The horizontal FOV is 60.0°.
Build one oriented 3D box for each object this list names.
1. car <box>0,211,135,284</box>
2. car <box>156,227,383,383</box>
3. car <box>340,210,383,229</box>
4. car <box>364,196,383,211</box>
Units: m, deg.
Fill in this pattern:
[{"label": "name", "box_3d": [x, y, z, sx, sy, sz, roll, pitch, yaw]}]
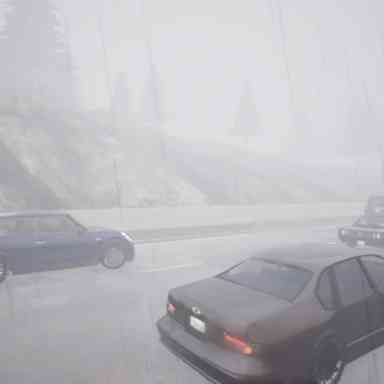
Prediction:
[{"label": "car", "box_3d": [-3.938, 1.332, 9.467, 4.553, 1.767, 2.097, 0, 0, -36]}, {"label": "car", "box_3d": [2.114, 1.550, 5.215, 5.357, 1.411, 2.033, 0, 0, -35]}, {"label": "car", "box_3d": [8.160, 1.619, 13.750, 4.718, 1.301, 1.895, 0, 0, -35]}, {"label": "car", "box_3d": [13.509, 1.253, 21.788, 5.566, 2.045, 2.150, 0, 0, -35]}]
